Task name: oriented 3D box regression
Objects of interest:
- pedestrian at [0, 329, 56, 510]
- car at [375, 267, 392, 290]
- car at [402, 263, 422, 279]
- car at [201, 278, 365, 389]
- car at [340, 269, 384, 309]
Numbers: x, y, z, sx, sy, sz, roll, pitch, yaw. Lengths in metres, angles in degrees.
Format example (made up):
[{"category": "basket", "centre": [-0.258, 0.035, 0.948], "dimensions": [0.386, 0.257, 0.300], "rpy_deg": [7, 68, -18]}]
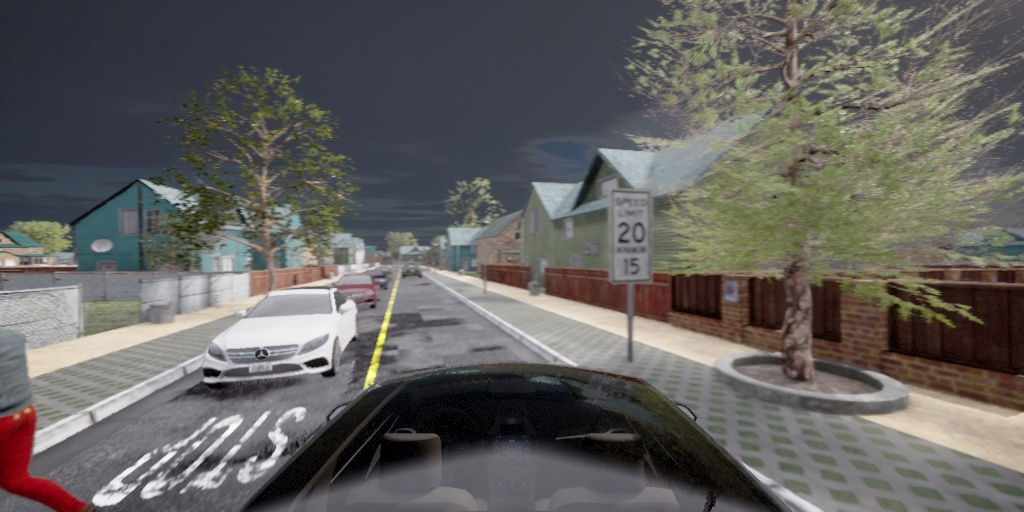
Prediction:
[{"category": "pedestrian", "centre": [-3.538, 1.113, 2.398], "dimensions": [0.375, 1.860, 0.375], "rpy_deg": [-2, 1, -17]}, {"category": "car", "centre": [-9.806, 1.673, 25.444], "dimensions": [1.994, 1.385, 4.181], "rpy_deg": [-1, 0, -17]}, {"category": "car", "centre": [-11.411, 1.610, 40.832], "dimensions": [2.097, 1.767, 4.553], "rpy_deg": [-1, 0, -17]}, {"category": "car", "centre": [-4.362, 1.399, 7.485], "dimensions": [1.812, 1.442, 4.674], "rpy_deg": [-1, 0, -17]}, {"category": "car", "centre": [-7.015, 1.514, 16.260], "dimensions": [1.812, 1.442, 4.674], "rpy_deg": [-1, 0, -17]}]
